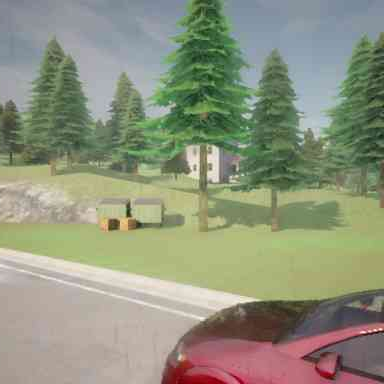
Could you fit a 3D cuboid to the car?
[{"bbox_3d":[1.759,1.564,2.739,4.181,1.385,1.994,0,0,36],"label":"car"}]
